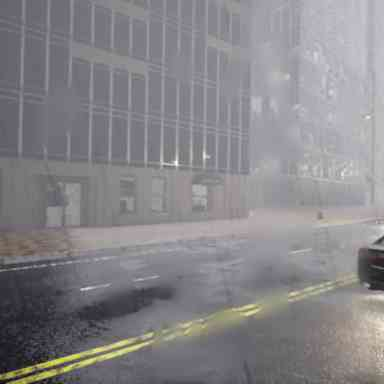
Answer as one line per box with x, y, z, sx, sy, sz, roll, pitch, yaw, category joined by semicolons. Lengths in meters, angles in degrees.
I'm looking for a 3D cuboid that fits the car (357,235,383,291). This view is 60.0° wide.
5.893;1.519;7.989;5.008;1.535;1.882;0;0;-38;car
